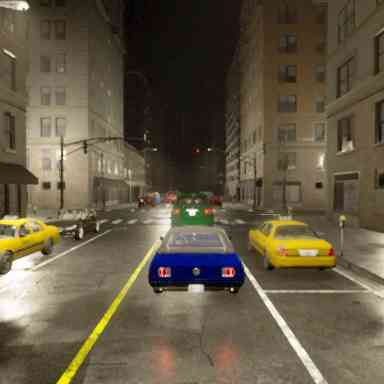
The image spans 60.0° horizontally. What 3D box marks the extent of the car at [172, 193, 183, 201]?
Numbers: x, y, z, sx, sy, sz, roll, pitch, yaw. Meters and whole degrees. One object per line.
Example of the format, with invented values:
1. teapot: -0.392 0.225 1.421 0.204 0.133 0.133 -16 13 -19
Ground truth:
1. car: -2.931 1.007 68.975 2.128 1.511 4.902 0 1 0

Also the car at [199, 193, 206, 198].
1. car: 2.950 0.900 92.146 1.802 1.307 4.206 0 0 0

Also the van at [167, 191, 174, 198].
1. van: -5.582 0.698 86.653 1.690 1.788 3.998 0 0 0

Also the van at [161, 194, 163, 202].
1. van: -5.621 0.979 48.143 1.690 1.788 3.998 0 0 0

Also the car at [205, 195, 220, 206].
1. car: 2.905 1.204 48.136 1.947 1.339 4.313 0 0 0

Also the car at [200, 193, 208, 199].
1. car: 2.938 0.979 81.144 1.802 1.307 4.206 0 0 0

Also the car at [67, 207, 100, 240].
1. car: -5.653 1.427 15.871 2.008 1.369 4.403 0 0 0

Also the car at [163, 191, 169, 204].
1. car: -3.031 0.819 53.520 2.150 2.045 5.566 0 1 0

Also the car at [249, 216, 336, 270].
1. car: 2.867 1.442 10.506 1.752 1.417 4.829 0 0 0

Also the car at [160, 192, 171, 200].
1. car: -5.598 0.918 70.149 1.967 1.590 4.097 0 0 0

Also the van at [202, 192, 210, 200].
1. van: 2.927 0.819 70.140 1.690 1.788 3.998 0 0 0

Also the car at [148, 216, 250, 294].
1. car: 0.091 1.533 8.553 1.895 1.301 4.718 0 0 0

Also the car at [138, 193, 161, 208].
1. car: -5.627 0.993 42.642 2.192 1.841 5.009 0 0 0

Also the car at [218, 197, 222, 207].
1. car: 2.899 1.223 42.635 1.887 1.381 4.507 0 0 0

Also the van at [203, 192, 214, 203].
1. van: 2.915 0.899 59.137 1.690 1.788 3.998 0 0 0

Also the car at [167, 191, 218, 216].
1. car: 0.018 1.079 18.332 2.150 2.045 5.566 0 0 0

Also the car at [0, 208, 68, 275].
1. car: -5.659 1.445 10.175 1.752 1.417 4.829 0 0 0

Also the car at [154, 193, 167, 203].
1. car: -5.610 0.998 59.147 1.967 1.590 4.097 0 0 0
